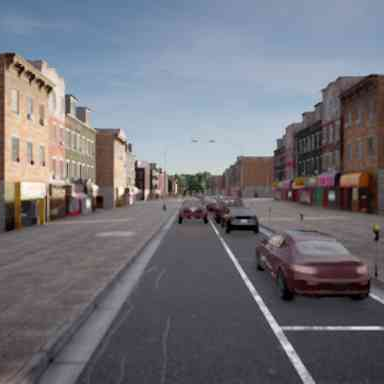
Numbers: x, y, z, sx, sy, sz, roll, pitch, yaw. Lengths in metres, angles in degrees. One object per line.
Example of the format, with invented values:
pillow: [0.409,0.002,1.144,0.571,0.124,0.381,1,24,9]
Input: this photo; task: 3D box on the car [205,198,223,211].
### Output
car: [2.629,1.482,40.830,1.947,1.339,4.313,0,0,0]

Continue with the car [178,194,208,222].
car: [0.080,1.282,25.323,2.097,1.767,4.553,0,0,0]

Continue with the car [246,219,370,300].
car: [2.635,1.554,8.028,1.802,1.307,4.206,0,0,0]

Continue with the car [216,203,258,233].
car: [2.633,1.509,18.962,1.947,1.339,4.313,0,0,0]

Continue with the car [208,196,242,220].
car: [2.631,1.247,24.428,2.192,1.841,5.009,0,0,0]

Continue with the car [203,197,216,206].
car: [2.627,1.498,51.764,1.802,1.307,4.206,0,0,0]

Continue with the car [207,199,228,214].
car: [2.630,1.464,35.363,1.887,1.381,4.507,0,0,0]

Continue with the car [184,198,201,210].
car: [0.083,1.464,42.284,2.033,1.411,5.357,0,0,0]

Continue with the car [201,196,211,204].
car: [2.625,1.507,62.697,1.802,1.307,4.206,0,0,0]

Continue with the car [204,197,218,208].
car: [2.628,1.441,46.467,1.752,1.417,4.829,0,0,0]
